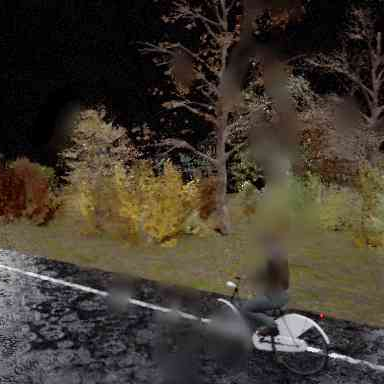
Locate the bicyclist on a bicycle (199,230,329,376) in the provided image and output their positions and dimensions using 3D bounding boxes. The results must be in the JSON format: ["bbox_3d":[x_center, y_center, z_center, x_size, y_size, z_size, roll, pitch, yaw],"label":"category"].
[{"bbox_3d":[0.846,1.384,4.433,1.843,1.776,0.659,0,0,35],"label":"bicyclist on a bicycle"}]
